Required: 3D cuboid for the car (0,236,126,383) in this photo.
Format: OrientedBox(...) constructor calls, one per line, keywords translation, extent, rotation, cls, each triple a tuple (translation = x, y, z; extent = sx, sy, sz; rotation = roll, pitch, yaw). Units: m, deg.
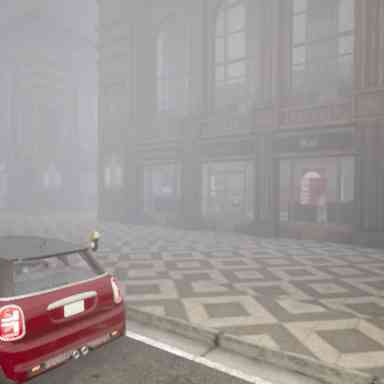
OrientedBox(translation=(-2.980, 1.395, 5.090), extent=(4.097, 1.590, 1.967), rotation=(1, 1, 36), cls="car")
